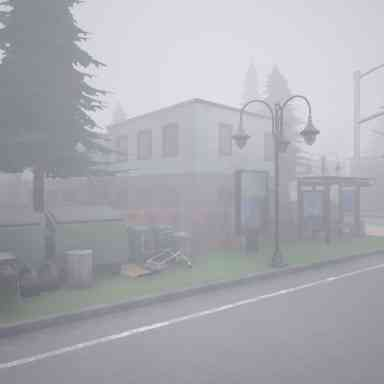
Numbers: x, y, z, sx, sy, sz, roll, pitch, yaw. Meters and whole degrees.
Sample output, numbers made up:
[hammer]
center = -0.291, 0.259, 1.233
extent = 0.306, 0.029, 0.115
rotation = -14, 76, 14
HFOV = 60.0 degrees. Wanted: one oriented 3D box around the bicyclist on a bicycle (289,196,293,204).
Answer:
[bicyclist on a bicycle]
center = 10.687, 1.284, 36.345
extent = 0.582, 1.620, 1.656
rotation = 0, 0, 44
